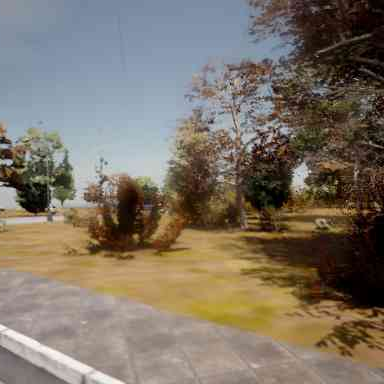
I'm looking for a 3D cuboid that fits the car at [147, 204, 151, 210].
[{"bbox_3d":[-7.636,2.793,57.955,1.994,1.385,4.181,-4,-2,33],"label":"car"}]
